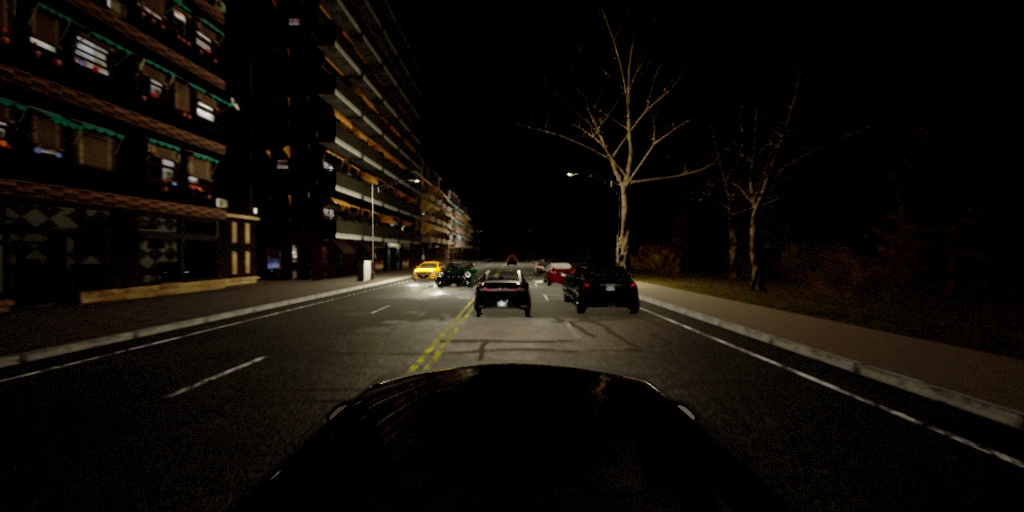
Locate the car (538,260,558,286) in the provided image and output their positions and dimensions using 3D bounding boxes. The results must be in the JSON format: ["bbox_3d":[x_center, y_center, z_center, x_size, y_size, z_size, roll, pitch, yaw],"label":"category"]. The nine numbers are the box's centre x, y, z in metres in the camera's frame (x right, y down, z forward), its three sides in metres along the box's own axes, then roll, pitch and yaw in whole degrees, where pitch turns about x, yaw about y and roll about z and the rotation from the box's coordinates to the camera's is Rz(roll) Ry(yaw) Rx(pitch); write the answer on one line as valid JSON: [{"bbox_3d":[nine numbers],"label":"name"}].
[{"bbox_3d":[3.248,1.219,24.996,2.163,1.488,4.792,0,0,0],"label":"car"}]

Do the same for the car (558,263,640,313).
[{"bbox_3d":[3.249,1.084,13.935,2.097,1.767,4.553,0,0,0],"label":"car"}]

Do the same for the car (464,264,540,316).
[{"bbox_3d":[-0.265,1.226,13.231,2.128,1.511,4.902,0,0,1],"label":"car"}]

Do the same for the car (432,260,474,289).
[{"bbox_3d":[-3.347,1.071,22.732,2.097,1.767,4.553,0,0,0],"label":"car"}]

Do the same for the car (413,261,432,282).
[{"bbox_3d":[-6.596,1.187,29.155,1.882,1.535,5.008,0,0,0],"label":"car"}]

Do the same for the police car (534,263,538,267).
[{"bbox_3d":[3.247,1.204,35.967,2.038,1.542,4.974,0,0,0],"label":"police car"}]
